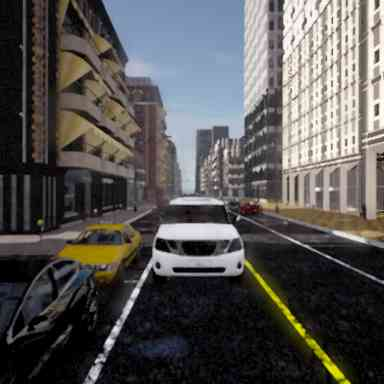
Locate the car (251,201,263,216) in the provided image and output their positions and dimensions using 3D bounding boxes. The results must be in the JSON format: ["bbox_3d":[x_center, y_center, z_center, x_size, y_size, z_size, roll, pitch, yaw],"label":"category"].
[{"bbox_3d":[5.670,1.519,32.248,1.887,1.381,4.507,0,0,-1],"label":"car"}]

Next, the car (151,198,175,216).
[{"bbox_3d":[-2.709,1.391,32.155,1.967,1.590,4.097,0,0,-1],"label":"car"}]

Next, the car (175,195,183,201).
[{"bbox_3d":[-3.341,1.492,84.609,1.802,1.307,4.206,0,0,-1],"label":"car"}]

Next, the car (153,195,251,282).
[{"bbox_3d":[0.126,1.206,10.036,2.150,2.045,5.566,0,0,-1],"label":"car"}]

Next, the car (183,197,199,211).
[{"bbox_3d":[-0.124,1.453,41.786,1.837,1.490,4.892,0,0,-1],"label":"car"}]

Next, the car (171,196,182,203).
[{"bbox_3d":[-3.086,1.472,66.045,2.008,1.369,4.403,0,0,-1],"label":"car"}]

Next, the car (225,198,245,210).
[{"bbox_3d":[5.545,1.513,43.545,2.008,1.369,4.403,0,0,-1],"label":"car"}]

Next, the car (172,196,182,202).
[{"bbox_3d":[-3.147,1.468,71.693,2.008,1.369,4.403,0,0,-1],"label":"car"}]

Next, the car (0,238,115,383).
[{"bbox_3d":[-2.397,1.553,3.914,1.947,1.339,4.313,0,0,-1],"label":"car"}]

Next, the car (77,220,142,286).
[{"bbox_3d":[-2.458,1.505,9.393,1.752,1.417,4.829,0,0,-1],"label":"car"}]

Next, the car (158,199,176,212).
[{"bbox_3d":[-2.772,1.527,37.803,1.802,1.307,4.206,0,0,-1],"label":"car"}]
